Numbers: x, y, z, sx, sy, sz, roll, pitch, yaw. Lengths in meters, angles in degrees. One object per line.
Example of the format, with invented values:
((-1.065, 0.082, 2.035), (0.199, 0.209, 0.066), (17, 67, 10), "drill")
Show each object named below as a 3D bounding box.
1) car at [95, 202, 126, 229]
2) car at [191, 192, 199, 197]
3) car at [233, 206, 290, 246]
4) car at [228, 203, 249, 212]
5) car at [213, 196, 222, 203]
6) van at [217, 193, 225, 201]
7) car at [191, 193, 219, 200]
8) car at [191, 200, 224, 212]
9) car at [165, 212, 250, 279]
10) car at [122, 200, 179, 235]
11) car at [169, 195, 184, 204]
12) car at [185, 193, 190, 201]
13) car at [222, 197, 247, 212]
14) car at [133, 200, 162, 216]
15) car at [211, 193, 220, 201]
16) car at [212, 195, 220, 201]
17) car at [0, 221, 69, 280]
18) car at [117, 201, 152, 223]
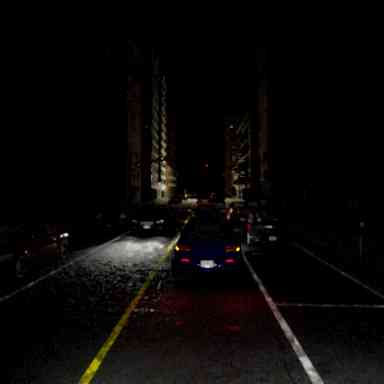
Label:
((-4.603, 1.386, 20.826), (1.967, 1.590, 4.097), (0, 0, 2), "car")
((0.703, 1.362, 87.673), (1.882, 1.535, 5.008), (0, 0, 2), "car")
((3.195, 1.552, 14.999), (2.008, 1.369, 4.403), (0, 0, 2), "car")
((3.415, 1.578, 20.514), (1.802, 1.307, 4.206), (0, 0, 2), "car")
((5.387, 1.528, 69.955), (1.802, 1.307, 4.206), (0, 0, 2), "car")
((4.935, 1.299, 58.602), (1.690, 1.788, 3.998), (0, 0, 2), "van")
((1.364, 1.320, 33.279), (2.097, 1.767, 4.553), (0, 0, 5), "car")
((0.912, 1.505, 21.339), (1.812, 1.442, 4.674), (0, 0, 2), "car")
((0.454, 1.517, 9.958), (1.812, 1.442, 4.674), (0, -1, 2), "car")
((-2.139, 1.455, 18.777), (2.128, 1.511, 4.902), (0, 0, 2), "car")
((-3.085, 1.458, 58.913), (2.008, 1.369, 4.403), (0, 0, 2), "car")
((-2.185, 1.405, 81.453), (1.752, 1.417, 4.829), (0, 0, 2), "car")
((3.636, 1.431, 26.028), (1.967, 1.590, 4.097), (0, 0, 2), "car")
((-4.164, 1.486, 31.853), (2.008, 1.369, 4.403), (0, 0, 2), "car")
((6.068, 1.236, 86.986), (2.192, 1.841, 5.009), (0, 0, 2), "car")
((5.840, 1.512, 81.310), (1.802, 1.307, 4.206), (0, 0, 2), "car")
((-5.044, 1.538, 9.797), (1.802, 1.307, 4.206), (0, 0, 2), "car")
((-4.391, 1.466, 26.169), (1.752, 1.417, 4.829), (0, 0, 2), "car")
